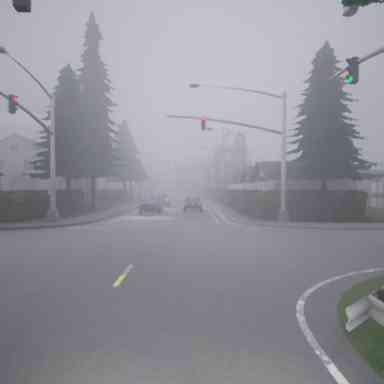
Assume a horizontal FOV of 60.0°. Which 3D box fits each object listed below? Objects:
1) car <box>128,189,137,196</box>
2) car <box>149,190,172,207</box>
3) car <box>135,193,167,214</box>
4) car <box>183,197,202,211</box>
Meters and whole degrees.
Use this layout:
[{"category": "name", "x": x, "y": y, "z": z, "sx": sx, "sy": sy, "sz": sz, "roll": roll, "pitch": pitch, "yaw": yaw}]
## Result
[{"category": "car", "x": -16.862, "y": 0.130, "z": 84.921, "sx": 3.866, "sy": 1.878, "sz": 1.905, "roll": 0, "pitch": 1, "yaw": -1}, {"category": "car", "x": -3.625, "y": 0.899, "z": 40.500, "sx": 2.097, "sy": 1.767, "sz": 4.553, "roll": 0, "pitch": 1, "yaw": 0}, {"category": "car", "x": -3.619, "y": 1.138, "z": 30.347, "sx": 1.882, "sy": 1.535, "sz": 5.008, "roll": 0, "pitch": 1, "yaw": 0}, {"category": "car", "x": 0.066, "y": 1.169, "z": 33.823, "sx": 2.033, "sy": 1.411, "sz": 5.357, "roll": 0, "pitch": 1, "yaw": 0}]
